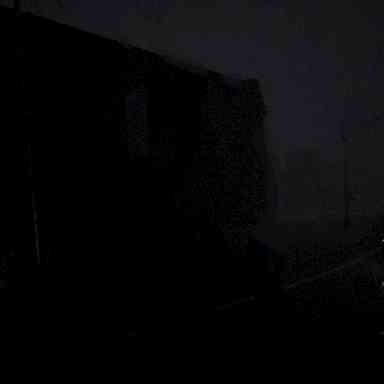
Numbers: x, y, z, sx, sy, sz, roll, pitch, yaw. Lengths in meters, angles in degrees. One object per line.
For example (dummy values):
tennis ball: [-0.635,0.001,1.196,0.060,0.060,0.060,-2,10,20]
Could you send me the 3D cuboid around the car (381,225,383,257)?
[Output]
car: [8.934,1.718,13.339,1.882,1.535,5.008,-1,-2,37]
